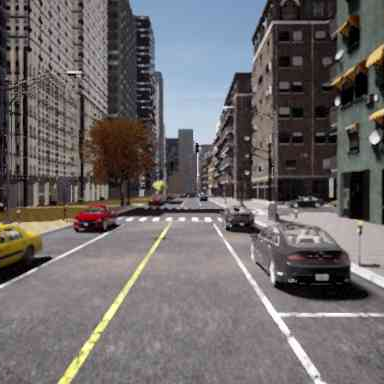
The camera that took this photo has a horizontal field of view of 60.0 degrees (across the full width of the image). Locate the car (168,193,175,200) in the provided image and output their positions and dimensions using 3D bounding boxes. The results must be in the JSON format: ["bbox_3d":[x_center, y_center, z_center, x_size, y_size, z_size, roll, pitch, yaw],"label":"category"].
[{"bbox_3d":[-5.748,1.388,85.634,1.947,1.339,4.313,0,0,0],"label":"car"}]

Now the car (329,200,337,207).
[{"bbox_3d":[18.797,1.108,39.584,4.829,1.417,1.752,-1,1,-1],"label":"car"}]

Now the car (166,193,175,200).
[{"bbox_3d":[-5.753,1.131,91.156,2.192,1.841,5.009,0,0,0],"label":"car"}]

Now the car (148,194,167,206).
[{"bbox_3d":[-5.726,1.192,52.496,2.192,1.841,5.009,0,0,0],"label":"car"}]

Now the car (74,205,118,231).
[{"bbox_3d":[-5.703,1.494,20.108,1.887,1.381,4.507,0,0,0],"label":"car"}]

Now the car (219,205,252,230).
[{"bbox_3d":[2.677,1.488,20.114,2.008,1.369,4.403,0,0,0],"label":"car"}]

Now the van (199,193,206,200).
[{"bbox_3d":[2.632,1.152,85.639,1.690,1.788,3.998,0,0,0],"label":"van"}]

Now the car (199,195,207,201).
[{"bbox_3d":[2.636,1.343,80.286,1.752,1.417,4.829,0,0,0],"label":"car"}]

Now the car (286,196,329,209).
[{"bbox_3d":[13.400,1.216,39.526,4.403,1.369,2.008,-1,1,-1],"label":"car"}]

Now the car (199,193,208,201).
[{"bbox_3d":[2.640,1.392,74.593,1.947,1.339,4.313,0,0,0],"label":"car"}]

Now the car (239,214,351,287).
[{"bbox_3d":[2.685,1.519,9.048,2.008,1.369,4.403,0,0,0],"label":"car"}]

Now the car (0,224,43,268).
[{"bbox_3d":[-5.695,1.506,8.873,1.752,1.417,4.829,0,0,0],"label":"car"}]
